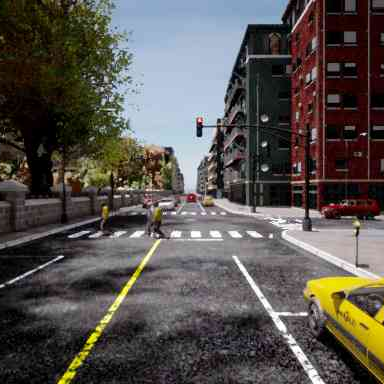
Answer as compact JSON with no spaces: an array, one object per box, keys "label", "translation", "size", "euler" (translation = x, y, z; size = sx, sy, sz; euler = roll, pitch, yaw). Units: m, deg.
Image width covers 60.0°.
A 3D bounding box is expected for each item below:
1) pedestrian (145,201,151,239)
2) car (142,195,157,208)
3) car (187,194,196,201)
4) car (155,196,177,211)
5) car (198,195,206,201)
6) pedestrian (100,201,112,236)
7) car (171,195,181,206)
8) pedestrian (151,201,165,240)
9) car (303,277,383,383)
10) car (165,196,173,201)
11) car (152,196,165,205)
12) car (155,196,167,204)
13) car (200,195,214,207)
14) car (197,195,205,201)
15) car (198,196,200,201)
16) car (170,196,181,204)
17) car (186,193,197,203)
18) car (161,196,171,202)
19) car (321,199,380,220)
[{"label":"pedestrian","translation":[-1.978,1.294,16.319],"size":[0.375,1.860,0.375],"euler":[0,0,0]},{"label":"car","translation":[-5.794,1.324,47.091],"size":[2.192,1.841,5.009],"euler":[0,0,0]},{"label":"car","translation":[-0.176,1.306,82.811],"size":[2.097,1.767,4.553],"euler":[0,0,0]},{"label":"car","translation":[-3.156,1.532,41.199],"size":[1.812,1.442,4.674],"euler":[0,0,-1]},{"label":"car","translation":[2.504,1.586,85.856],"size":[1.887,1.381,4.507],"euler":[0,0,0]},{"label":"pedestrian","translation":[-4.421,1.294,16.914],"size":[0.375,1.860,0.375],"euler":[0,0,0]},{"label":"car","translation":[-3.204,1.560,51.779],"size":[2.033,1.411,5.357],"euler":[0,0,0]},{"label":"pedestrian","translation":[-1.577,1.294,15.641],"size":[0.375,1.860,0.375],"euler":[0,0,0]},{"label":"car","translation":[2.680,1.525,3.714],"size":[1.752,1.417,4.829],"euler":[0,0,0]},{"label":"car","translation":[-5.876,1.623,85.838],"size":[1.802,1.307,4.206],"euler":[0,0,0]},{"label":"car","translation":[-5.818,1.457,58.162],"size":[1.967,1.590,4.097],"euler":[0,0,0]},{"label":"car","translation":[-5.829,1.566,63.697],"size":[1.887,1.381,4.507],"euler":[0,0,0]},{"label":"car","translation":[2.574,1.538,52.815],"size":[1.752,1.417,4.829],"euler":[0,0,0]},{"label":"car","translation":[2.492,1.592,91.391],"size":[1.887,1.381,4.507],"euler":[0,0,0]},{"label":"car","translation":[2.563,1.562,58.180],"size":[1.887,1.381,4.507],"euler":[0,0,0]},{"label":"car","translation":[-3.186,1.499,64.011],"size":[1.882,1.535,5.008],"euler":[0,0,0]},{"label":"car","translation":[-0.153,1.245,72.450],"size":[2.150,2.045,5.566],"euler":[0,0,0]},{"label":"car","translation":[-5.852,1.613,74.767],"size":[1.802,1.307,4.206],"euler":[0,0,0]},{"label":"car","translation":[14.550,1.591,30.562],"size":[5.009,1.841,2.192],"euler":[1,-1,0]}]
